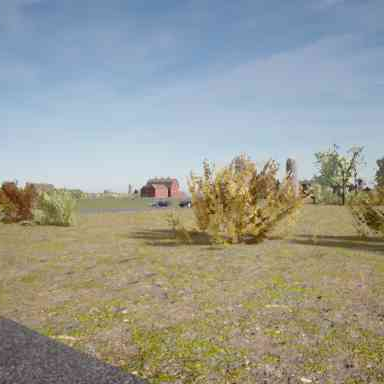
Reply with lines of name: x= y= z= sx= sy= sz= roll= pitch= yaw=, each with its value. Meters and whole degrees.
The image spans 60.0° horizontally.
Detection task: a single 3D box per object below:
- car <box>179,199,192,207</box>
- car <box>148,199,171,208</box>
car: x=-0.358 y=2.043 z=60.834 sx=1.837 sy=1.490 sz=4.892 roll=-1 pitch=-1 yaw=36
car: x=-5.794 y=2.044 z=59.477 sx=2.128 sy=1.511 sz=4.902 roll=-1 pitch=-1 yaw=36
